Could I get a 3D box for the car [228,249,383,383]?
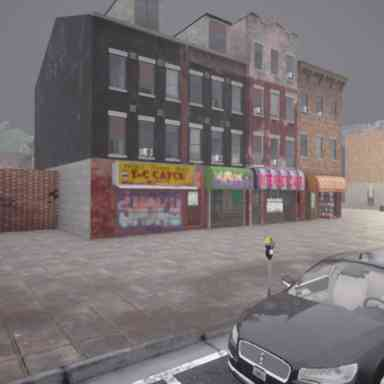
[{"bbox_3d":[2.444,1.551,4.541,4.403,1.369,2.008,0,0,-35],"label":"car"}]
